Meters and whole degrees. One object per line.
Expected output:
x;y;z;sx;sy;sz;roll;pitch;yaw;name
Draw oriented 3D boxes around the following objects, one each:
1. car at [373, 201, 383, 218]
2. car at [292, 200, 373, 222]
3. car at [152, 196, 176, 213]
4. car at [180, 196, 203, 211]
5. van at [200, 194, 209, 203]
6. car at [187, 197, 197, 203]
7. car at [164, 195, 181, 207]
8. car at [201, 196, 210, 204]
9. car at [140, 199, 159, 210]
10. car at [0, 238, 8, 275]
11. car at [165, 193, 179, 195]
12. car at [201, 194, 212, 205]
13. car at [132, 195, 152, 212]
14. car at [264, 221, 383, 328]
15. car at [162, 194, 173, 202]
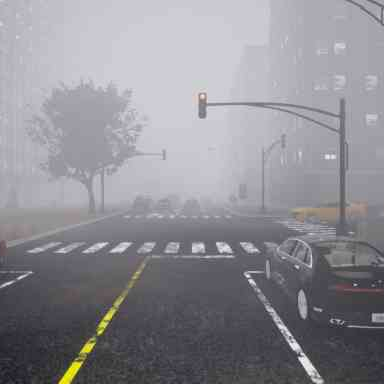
13.421;1.350;26.310;4.403;1.369;2.008;-1;1;-1;car
9.584;1.336;23.456;5.008;1.535;1.882;-1;0;-4;car
-3.106;1.525;37.933;1.837;1.490;4.892;0;0;0;car
-0.003;1.571;41.754;2.033;1.411;5.357;0;0;1;car
2.674;1.402;72.428;1.690;1.788;3.998;0;0;0;van
-0.010;1.658;69.625;1.895;1.301;4.718;0;0;0;car
-3.104;1.521;48.140;2.128;1.511;4.902;0;0;0;car
2.676;1.578;67.074;1.752;1.417;4.829;0;0;0;car
-5.701;1.592;44.811;1.947;1.339;4.313;0;0;0;car
-5.692;1.545;6.900;1.887;1.381;4.507;0;0;0;car
-3.097;1.263;58.718;2.150;2.045;5.566;0;0;-1;car
2.677;1.611;61.381;1.947;1.339;4.313;0;0;0;car
-5.700;1.336;39.288;2.192;1.841;5.009;0;0;0;car
2.688;1.551;6.902;2.008;1.369;4.403;0;0;0;car
-5.708;1.386;77.948;2.192;1.841;5.009;0;0;0;car
